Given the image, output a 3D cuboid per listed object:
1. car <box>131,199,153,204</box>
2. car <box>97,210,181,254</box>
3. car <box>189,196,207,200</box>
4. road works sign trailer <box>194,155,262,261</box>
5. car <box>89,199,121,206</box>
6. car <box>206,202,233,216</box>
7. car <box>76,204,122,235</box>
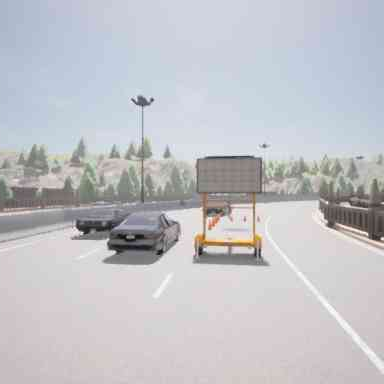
[{"bbox_3d":[-5.946,1.555,39.873,1.994,1.385,4.181,0,0,22],"label":"car"},{"bbox_3d":[-1.714,1.543,13.504,2.033,1.411,5.357,0,0,7],"label":"car"},{"bbox_3d":[1.084,1.499,60.737,1.837,1.490,4.892,-1,-1,35],"label":"car"},{"bbox_3d":[1.389,0.461,12.405,2.380,3.560,2.880,0,0,9],"label":"road works sign trailer"},{"bbox_3d":[-11.609,1.610,44.593,1.895,1.301,4.718,0,0,23],"label":"car"},{"bbox_3d":[2.713,1.570,32.685,1.895,1.301,4.718,0,0,19],"label":"car"},{"bbox_3d":[-4.489,1.592,18.599,1.895,1.301,4.718,0,0,9],"label":"car"}]
